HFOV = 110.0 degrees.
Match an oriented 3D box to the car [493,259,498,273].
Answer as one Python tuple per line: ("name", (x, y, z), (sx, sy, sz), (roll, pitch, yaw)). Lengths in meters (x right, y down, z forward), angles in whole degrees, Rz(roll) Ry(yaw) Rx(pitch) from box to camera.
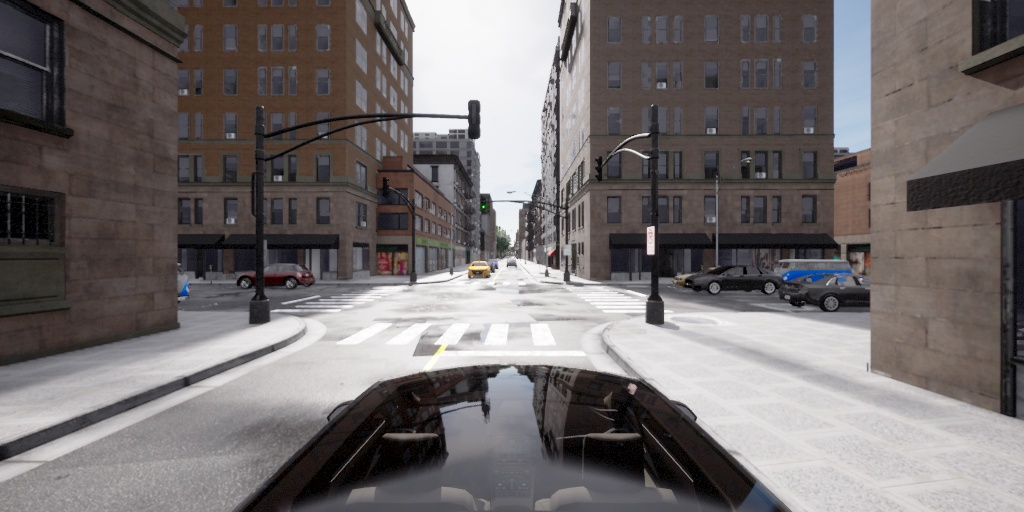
("car", (-3.144, 1.375, 45.072), (1.895, 1.301, 4.718), (0, 0, 0))

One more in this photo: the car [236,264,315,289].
("car", (-14.622, 1.192, 22.207), (4.097, 1.591, 1.967), (0, 0, 1))

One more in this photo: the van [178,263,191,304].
("van", (-14.685, 1.101, 13.682), (3.998, 1.789, 1.690), (0, 0, 1))

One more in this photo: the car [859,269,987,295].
("car", (21.945, 1.363, 19.295), (4.718, 1.301, 1.895), (0, 0, 1))

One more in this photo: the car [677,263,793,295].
("car", (11.911, 1.265, 19.401), (4.892, 1.490, 1.837), (0, 0, -1))

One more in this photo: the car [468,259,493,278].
("car", (-3.132, 1.249, 34.762), (1.882, 1.535, 5.008), (0, 0, -1))

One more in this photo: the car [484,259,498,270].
("car", (-3.142, 1.251, 55.460), (1.882, 1.535, 5.008), (0, 0, 0))

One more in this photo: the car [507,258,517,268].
("car", (-0.061, 1.319, 63.696), (2.033, 1.411, 5.357), (0, 0, 0))

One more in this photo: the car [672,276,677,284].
("car", (12.402, 1.283, 21.953), (4.829, 1.417, 1.751), (0, 0, 1))

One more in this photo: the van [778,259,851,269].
("van", (18.241, 1.100, 21.898), (3.998, 1.789, 1.690), (0, 0, 1))

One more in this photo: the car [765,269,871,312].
("car", (12.510, 1.316, 13.426), (4.403, 1.370, 2.007), (0, 0, 1))
